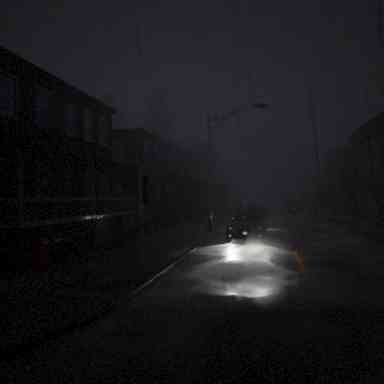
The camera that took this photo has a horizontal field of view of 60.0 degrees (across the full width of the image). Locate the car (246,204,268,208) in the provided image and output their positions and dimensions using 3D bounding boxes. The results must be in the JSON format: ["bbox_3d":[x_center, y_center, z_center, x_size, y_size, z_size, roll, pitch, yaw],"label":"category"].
[{"bbox_3d":[5.027,1.851,26.501,1.837,1.490,4.892,-1,-1,13],"label":"car"}]

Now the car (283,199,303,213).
[{"bbox_3d":[13.393,2.046,43.765,1.994,1.385,4.181,-1,-1,14],"label":"car"}]

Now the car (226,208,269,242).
[{"bbox_3d":[2.993,1.806,17.836,1.994,1.385,4.181,-1,-1,14],"label":"car"}]

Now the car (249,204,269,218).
[{"bbox_3d":[7.310,2.026,36.134,1.994,1.385,4.181,-1,-1,13],"label":"car"}]
